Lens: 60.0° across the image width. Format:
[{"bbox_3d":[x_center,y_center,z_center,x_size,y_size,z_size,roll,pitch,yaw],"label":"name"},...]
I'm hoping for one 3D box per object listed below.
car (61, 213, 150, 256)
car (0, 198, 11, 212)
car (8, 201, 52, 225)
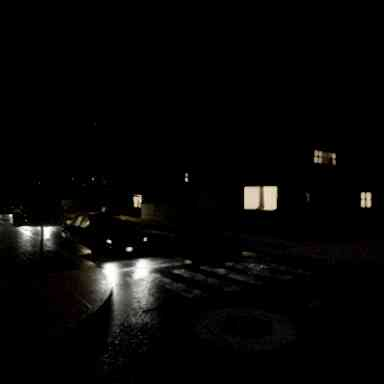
[{"bbox_3d":[-3.749,1.576,13.584,2.033,1.411,5.357,2,-1,-37],"label":"car"},{"bbox_3d":[-19.686,1.457,34.586,1.837,1.490,4.892,2,-1,-37],"label":"car"},{"bbox_3d":[-11.437,1.553,23.697,1.994,1.385,4.181,2,-1,-37],"label":"car"}]
